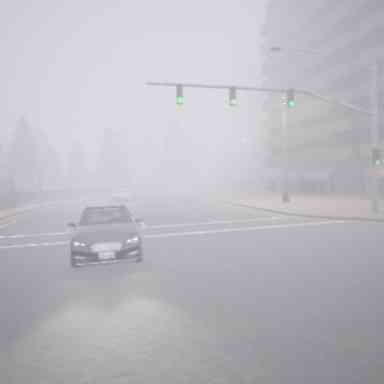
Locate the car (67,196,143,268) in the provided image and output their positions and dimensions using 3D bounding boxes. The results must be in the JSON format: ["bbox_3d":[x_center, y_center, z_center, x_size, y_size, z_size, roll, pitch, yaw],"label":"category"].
[{"bbox_3d":[-2.660,1.158,10.306,2.128,1.511,4.902,-3,3,-15],"label":"car"}]

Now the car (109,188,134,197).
[{"bbox_3d":[-7.276,0.322,34.651,1.812,1.442,4.674,-2,2,1],"label":"car"}]
